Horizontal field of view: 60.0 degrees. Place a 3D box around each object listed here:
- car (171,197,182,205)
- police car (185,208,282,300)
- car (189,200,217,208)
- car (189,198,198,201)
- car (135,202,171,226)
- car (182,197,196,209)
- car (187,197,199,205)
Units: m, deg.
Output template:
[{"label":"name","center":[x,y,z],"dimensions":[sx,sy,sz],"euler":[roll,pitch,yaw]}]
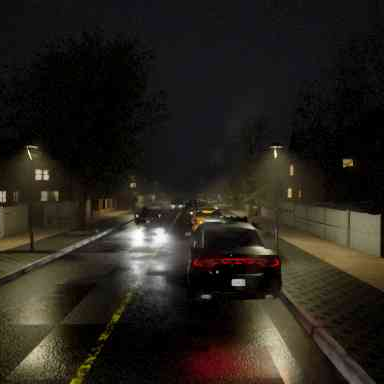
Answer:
[{"label":"car","center":[-2.609,1.553,57.429],"dimensions":[1.994,1.385,4.181],"euler":[0,0,0]},{"label":"police car","center":[0.844,1.427,8.578],"dimensions":[1.930,1.638,5.238],"euler":[0,0,0]},{"label":"car","center":[0.869,1.458,18.660],"dimensions":[1.801,1.575,5.366],"euler":[0,0,0]},{"label":"car","center":[0.884,1.459,24.661],"dimensions":[1.801,1.575,5.366],"euler":[0,0,0]},{"label":"car","center":[-2.794,1.604,23.496],"dimensions":[1.895,1.301,4.718],"euler":[0,0,0]},{"label":"car","center":[0.130,1.489,45.101],"dimensions":[2.128,1.511,4.902],"euler":[0,0,1]},{"label":"car","center":[0.143,1.535,58.457],"dimensions":[2.033,1.411,5.357],"euler":[0,0,0]}]
